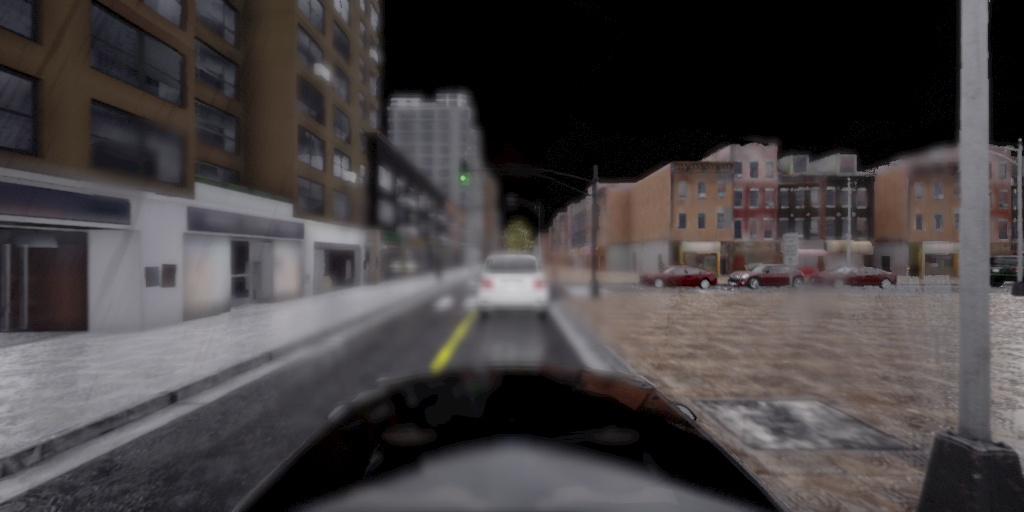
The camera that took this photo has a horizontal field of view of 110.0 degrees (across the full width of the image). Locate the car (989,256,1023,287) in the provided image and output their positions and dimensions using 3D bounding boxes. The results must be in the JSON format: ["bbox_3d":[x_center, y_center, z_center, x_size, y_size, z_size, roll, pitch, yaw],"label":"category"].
[{"bbox_3d":[33.194,0.997,22.603,5.566,2.045,2.150,0,0,0],"label":"car"}]

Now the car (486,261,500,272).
[{"bbox_3d":[-2.703,1.464,51.472,1.812,1.442,4.674,0,0,0],"label":"car"}]

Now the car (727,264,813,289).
[{"bbox_3d":[15.885,1.227,22.556,4.097,1.591,1.967,0,0,0],"label":"car"}]

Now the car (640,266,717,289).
[{"bbox_3d":[10.422,1.337,22.573,4.507,1.381,1.888,0,0,0],"label":"car"}]

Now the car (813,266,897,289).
[{"bbox_3d":[21.350,1.328,22.535,4.507,1.381,1.888,0,0,0],"label":"car"}]

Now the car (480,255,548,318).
[{"bbox_3d":[0.075,0.997,13.290,2.150,2.045,5.566,0,0,1],"label":"car"}]
